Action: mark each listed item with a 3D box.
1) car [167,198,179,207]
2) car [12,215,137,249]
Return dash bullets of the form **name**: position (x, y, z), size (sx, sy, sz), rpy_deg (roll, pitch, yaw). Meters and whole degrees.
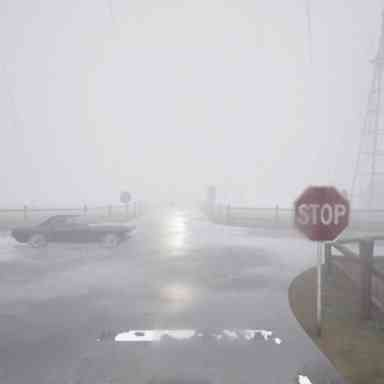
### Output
- **car**: position (-3.714, 1.982, 65.878), size (2.097, 1.767, 4.553), rpy_deg (0, -1, -1)
- **car**: position (-4.729, 1.614, 13.976), size (4.718, 1.301, 1.895), rpy_deg (0, 0, -1)
